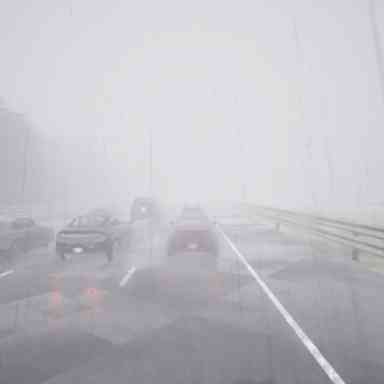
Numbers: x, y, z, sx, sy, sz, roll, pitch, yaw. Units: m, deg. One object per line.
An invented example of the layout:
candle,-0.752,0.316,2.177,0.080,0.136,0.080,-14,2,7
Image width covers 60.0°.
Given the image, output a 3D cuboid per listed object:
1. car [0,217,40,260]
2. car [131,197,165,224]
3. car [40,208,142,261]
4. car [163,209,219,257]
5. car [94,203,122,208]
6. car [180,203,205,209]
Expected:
car,-6.951,1.645,12.746,1.994,1.385,4.181,0,0,0
car,-3.464,1.392,26.426,2.150,2.045,5.566,0,0,0
car,-3.455,1.570,12.566,2.128,1.511,4.902,0,0,1
car,0.051,1.607,13.222,1.812,1.442,4.674,0,0,0
car,-6.954,1.683,27.569,1.837,1.490,4.892,0,0,0
car,0.046,1.669,27.555,2.128,1.511,4.902,0,0,0
